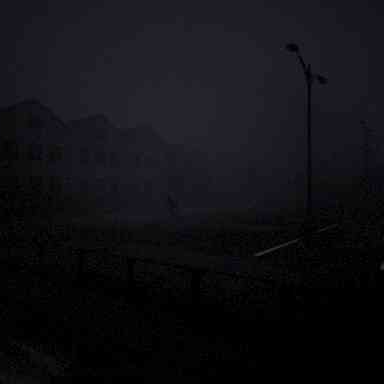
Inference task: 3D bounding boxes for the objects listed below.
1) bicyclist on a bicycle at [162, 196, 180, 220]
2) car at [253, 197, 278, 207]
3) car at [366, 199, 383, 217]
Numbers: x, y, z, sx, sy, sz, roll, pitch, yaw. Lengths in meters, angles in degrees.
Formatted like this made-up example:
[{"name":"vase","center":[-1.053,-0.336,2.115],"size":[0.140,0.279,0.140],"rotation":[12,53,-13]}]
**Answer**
[{"name":"bicyclist on a bicycle","center":[-1.480,1.119,23.132],"size":[1.656,1.620,0.582],"rotation":[0,0,35]},{"name":"car","center":[10.370,1.368,46.752],"size":[2.033,1.411,5.357],"rotation":[0,0,33]},{"name":"car","center":[15.344,1.300,26.874],"size":[2.007,1.523,4.514],"rotation":[0,0,35]}]
